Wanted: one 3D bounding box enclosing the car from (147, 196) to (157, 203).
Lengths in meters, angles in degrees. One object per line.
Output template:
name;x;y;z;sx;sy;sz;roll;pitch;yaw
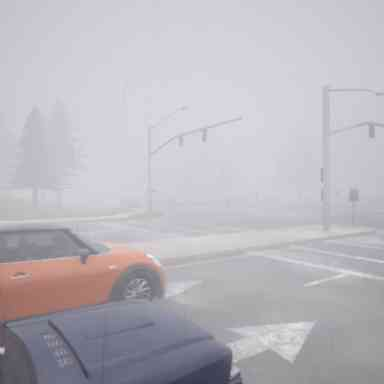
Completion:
car;-8.753;1.477;64.953;2.033;1.411;5.357;0;0;-35

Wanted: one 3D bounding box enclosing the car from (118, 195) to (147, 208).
car;-8.414;1.517;46.051;1.994;1.385;4.181;0;0;-35

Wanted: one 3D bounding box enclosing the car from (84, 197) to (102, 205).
car;-17.522;1.553;59.121;1.895;1.301;4.718;0;0;-35

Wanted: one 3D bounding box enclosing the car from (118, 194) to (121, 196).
car;-11.980;1.500;63.442;1.994;1.385;4.181;0;0;-34

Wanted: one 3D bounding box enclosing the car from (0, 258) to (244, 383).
car;-1.872;1.601;2.459;4.718;1.301;1.895;0;0;-35

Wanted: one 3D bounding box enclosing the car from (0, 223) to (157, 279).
car;-2.723;1.349;6.143;4.553;1.767;2.097;0;0;-35

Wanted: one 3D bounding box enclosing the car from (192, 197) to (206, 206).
car;0.225;1.456;52.035;1.812;1.442;4.674;0;0;-35

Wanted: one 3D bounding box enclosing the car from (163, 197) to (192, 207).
car;-2.435;1.539;49.722;1.895;1.301;4.718;0;0;-35

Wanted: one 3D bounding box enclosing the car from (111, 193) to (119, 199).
car;-17.567;1.043;77.555;1.837;1.490;4.892;0;0;-35
